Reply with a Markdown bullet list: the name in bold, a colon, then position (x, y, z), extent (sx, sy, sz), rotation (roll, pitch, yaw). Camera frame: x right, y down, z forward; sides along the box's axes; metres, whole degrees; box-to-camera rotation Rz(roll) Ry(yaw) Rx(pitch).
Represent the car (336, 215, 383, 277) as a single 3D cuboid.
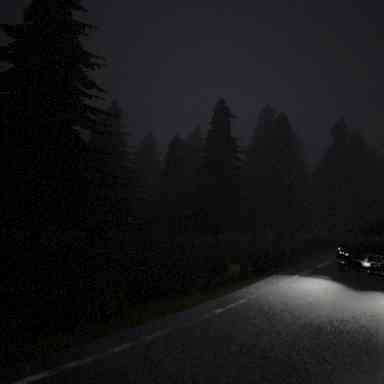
- **car**: position (5.874, 1.478, 9.739), extent (1.837, 1.490, 4.892), rotation (0, 0, 44)
